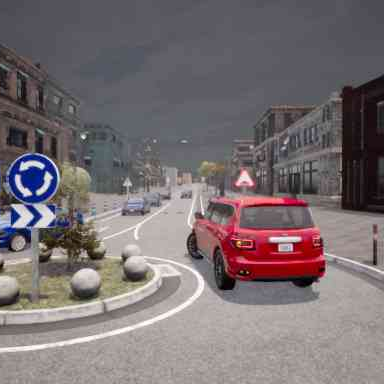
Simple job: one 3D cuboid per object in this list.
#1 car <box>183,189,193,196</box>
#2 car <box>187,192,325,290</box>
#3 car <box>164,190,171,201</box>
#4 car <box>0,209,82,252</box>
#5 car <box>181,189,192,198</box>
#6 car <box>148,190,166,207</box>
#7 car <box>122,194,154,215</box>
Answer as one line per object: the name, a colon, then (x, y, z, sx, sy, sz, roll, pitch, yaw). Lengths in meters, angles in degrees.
car: (-0.824, 0.138, 70.434, 1.812, 1.442, 4.674, 0, 1, 1)
car: (1.397, 1.141, 9.103, 2.150, 2.045, 5.566, 0, 1, -9)
car: (-4.254, 0.469, 51.166, 1.882, 1.535, 5.008, 0, 2, 1)
car: (-6.574, 1.346, 13.676, 1.882, 1.535, 5.008, 0, 1, 17)
car: (-0.947, 0.368, 58.818, 2.033, 1.411, 5.357, 0, 1, 2)
car: (-4.517, 0.887, 38.684, 1.837, 1.490, 4.892, 0, 2, 1)
car: (-4.731, 1.164, 28.724, 1.812, 1.442, 4.674, 0, 1, 1)
